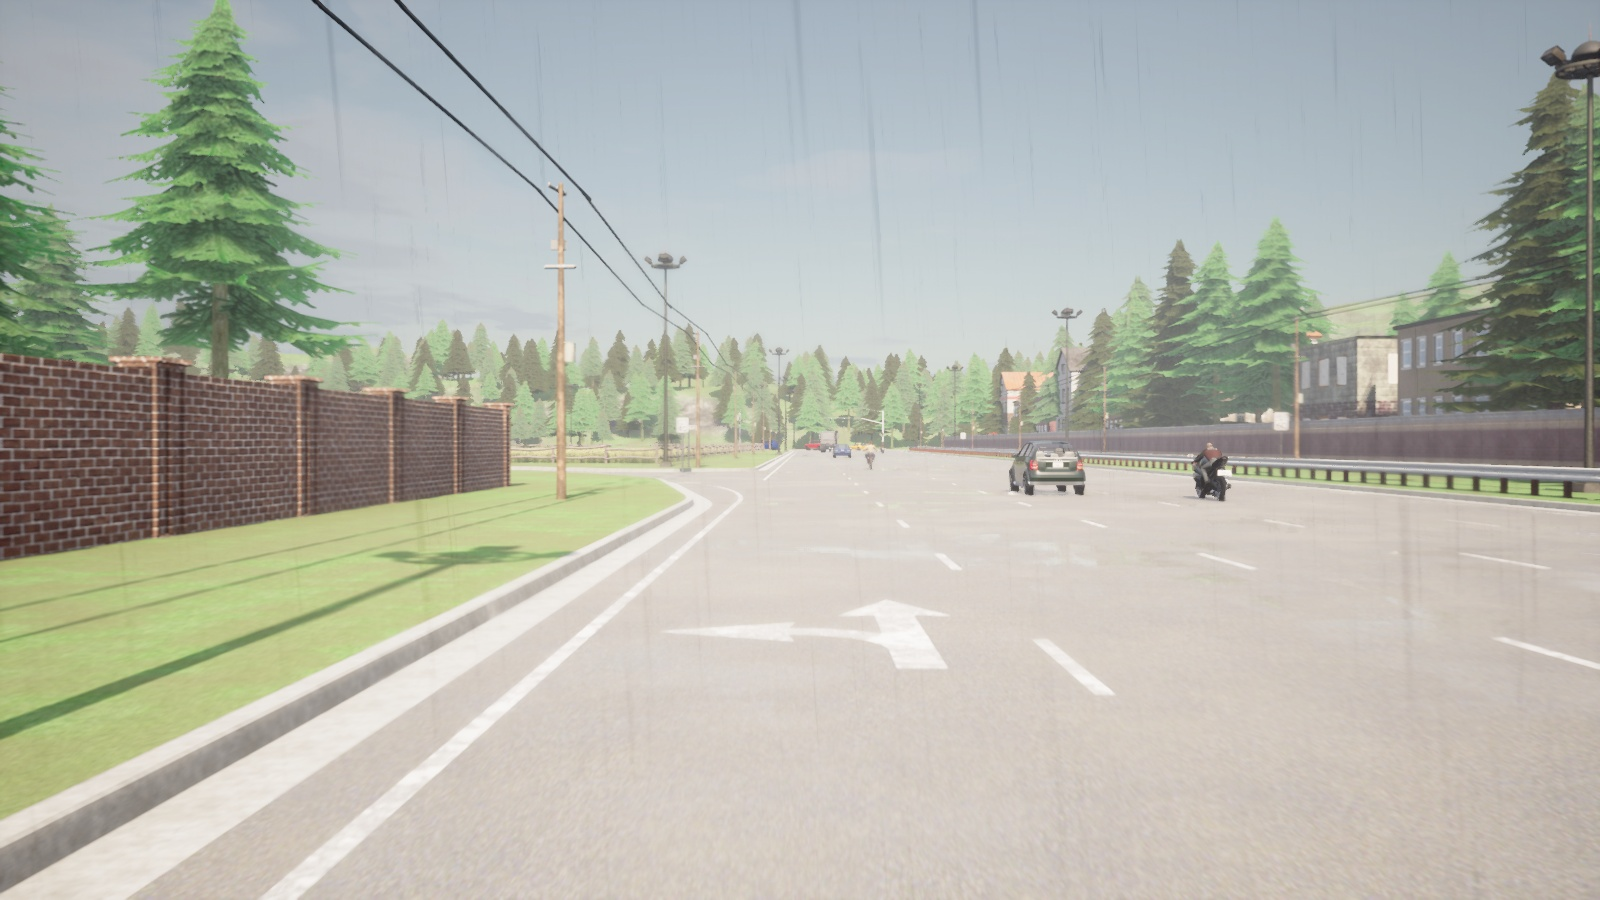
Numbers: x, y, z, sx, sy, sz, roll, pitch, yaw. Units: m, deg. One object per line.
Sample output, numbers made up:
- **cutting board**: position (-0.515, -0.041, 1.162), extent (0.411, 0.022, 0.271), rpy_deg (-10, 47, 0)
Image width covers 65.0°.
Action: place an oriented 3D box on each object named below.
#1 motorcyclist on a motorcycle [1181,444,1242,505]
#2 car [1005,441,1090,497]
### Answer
- **motorcyclist on a motorcycle**: position (10.703, 0.606, 32.738), extent (0.866, 1.530, 2.191), rpy_deg (0, 0, 0)
- **car**: position (7.227, 0.522, 36.966), extent (1.789, 1.549, 3.705), rpy_deg (0, 0, 0)
